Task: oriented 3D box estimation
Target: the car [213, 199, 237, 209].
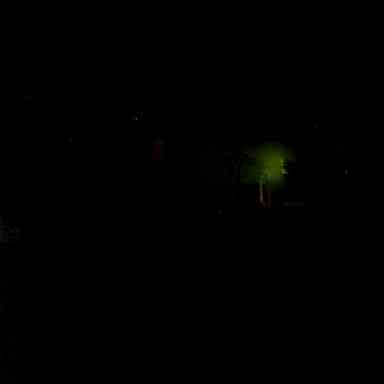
[{"bbox_3d":[5.072,1.810,50.303,2.128,1.511,4.902,-1,-1,36],"label":"car"}]
